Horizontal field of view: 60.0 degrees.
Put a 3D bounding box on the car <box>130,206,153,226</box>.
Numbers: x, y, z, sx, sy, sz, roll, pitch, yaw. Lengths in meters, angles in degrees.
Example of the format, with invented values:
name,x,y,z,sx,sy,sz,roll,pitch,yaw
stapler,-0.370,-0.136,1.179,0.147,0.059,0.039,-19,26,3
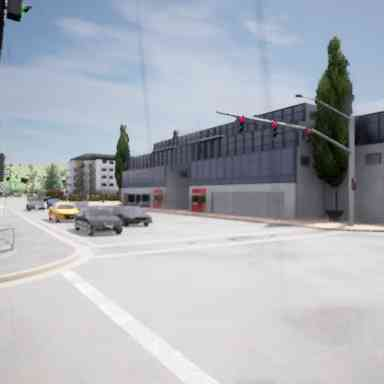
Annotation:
name,x,y,z,sx,sy,sz,roll,pitch,yaw
car,-4.827,1.745,25.051,2.033,1.411,5.357,1,-1,-33

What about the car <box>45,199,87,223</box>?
name,x,y,z,sx,sy,sz,roll,pitch,yaw
car,-10.572,1.654,27.585,1.882,1.535,5.008,1,0,-32

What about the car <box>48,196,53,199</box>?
name,x,y,z,sx,sy,sz,roll,pitch,yaw
car,-21.123,1.795,51.150,1.882,1.535,5.008,1,-1,-32

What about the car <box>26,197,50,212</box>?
name,x,y,z,sx,sy,sz,roll,pitch,yaw
car,-20.260,1.739,43.077,2.128,1.511,4.902,1,-1,-32

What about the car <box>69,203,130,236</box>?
name,x,y,z,sx,sy,sz,roll,pitch,yaw
car,-5.639,1.647,19.843,1.837,1.490,4.892,1,-1,-33
